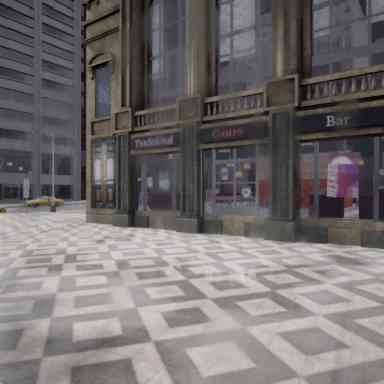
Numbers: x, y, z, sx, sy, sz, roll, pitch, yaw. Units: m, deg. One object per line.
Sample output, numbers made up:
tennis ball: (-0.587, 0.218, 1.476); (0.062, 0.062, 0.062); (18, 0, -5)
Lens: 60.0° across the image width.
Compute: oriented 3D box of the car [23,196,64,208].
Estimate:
car: (-18.517, 1.144, 41.565); (1.752, 1.417, 4.829); (1, 2, 36)

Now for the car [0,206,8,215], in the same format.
car: (-18.034, 1.341, 27.664); (1.752, 1.417, 4.829); (1, 2, 36)
